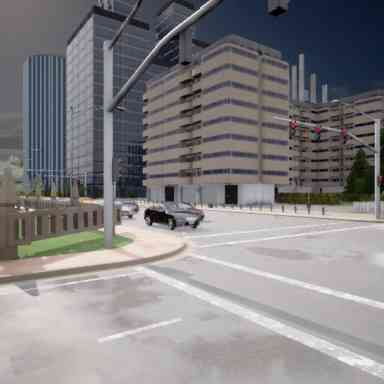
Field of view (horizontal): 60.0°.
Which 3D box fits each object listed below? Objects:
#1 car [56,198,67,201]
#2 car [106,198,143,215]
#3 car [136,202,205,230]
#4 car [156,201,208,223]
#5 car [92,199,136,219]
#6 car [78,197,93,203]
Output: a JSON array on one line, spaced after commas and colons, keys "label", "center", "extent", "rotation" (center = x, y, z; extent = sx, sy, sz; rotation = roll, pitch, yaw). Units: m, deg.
[{"label": "car", "center": [-17.533, 1.548, 43.993], "extent": [2.033, 1.411, 5.357], "rotation": [0, 0, -35]}, {"label": "car", "center": [-7.318, 1.492, 35.647], "extent": [2.128, 1.511, 4.902], "rotation": [0, 0, -35]}, {"label": "car", "center": [-1.382, 1.492, 21.218], "extent": [2.128, 1.511, 4.902], "rotation": [0, 0, -34]}, {"label": "car", "center": [-0.906, 1.526, 26.685], "extent": [1.812, 1.442, 4.674], "rotation": [0, 0, -36]}, {"label": "car", "center": [-6.727, 1.526, 28.785], "extent": [1.812, 1.442, 4.674], "rotation": [0, 0, -35]}, {"label": "car", "center": [-14.726, 1.478, 46.087], "extent": [1.882, 1.535, 5.008], "rotation": [0, 1, -35]}]
